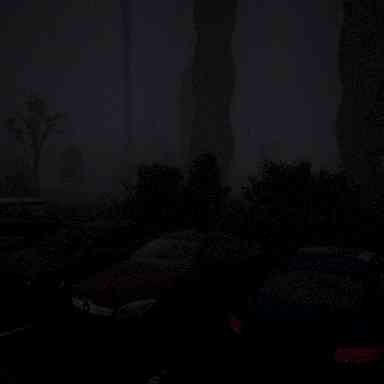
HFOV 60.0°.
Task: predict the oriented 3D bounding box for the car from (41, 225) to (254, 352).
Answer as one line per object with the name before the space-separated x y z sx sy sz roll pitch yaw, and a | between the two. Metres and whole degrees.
car | -0.121 1.508 6.458 2.002 1.452 4.674 0 0 35

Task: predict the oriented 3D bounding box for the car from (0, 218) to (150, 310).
car | -2.387 1.487 8.031 2.163 1.488 4.792 0 0 35

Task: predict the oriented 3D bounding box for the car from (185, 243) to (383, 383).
car | 2.120 1.517 4.857 2.002 1.452 4.674 0 0 35

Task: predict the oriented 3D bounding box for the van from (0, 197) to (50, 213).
van | -6.786 1.196 11.341 1.878 1.987 4.442 1 0 35

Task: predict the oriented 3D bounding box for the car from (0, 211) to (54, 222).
car | -4.595 1.469 9.675 2.163 1.488 4.792 0 0 35
